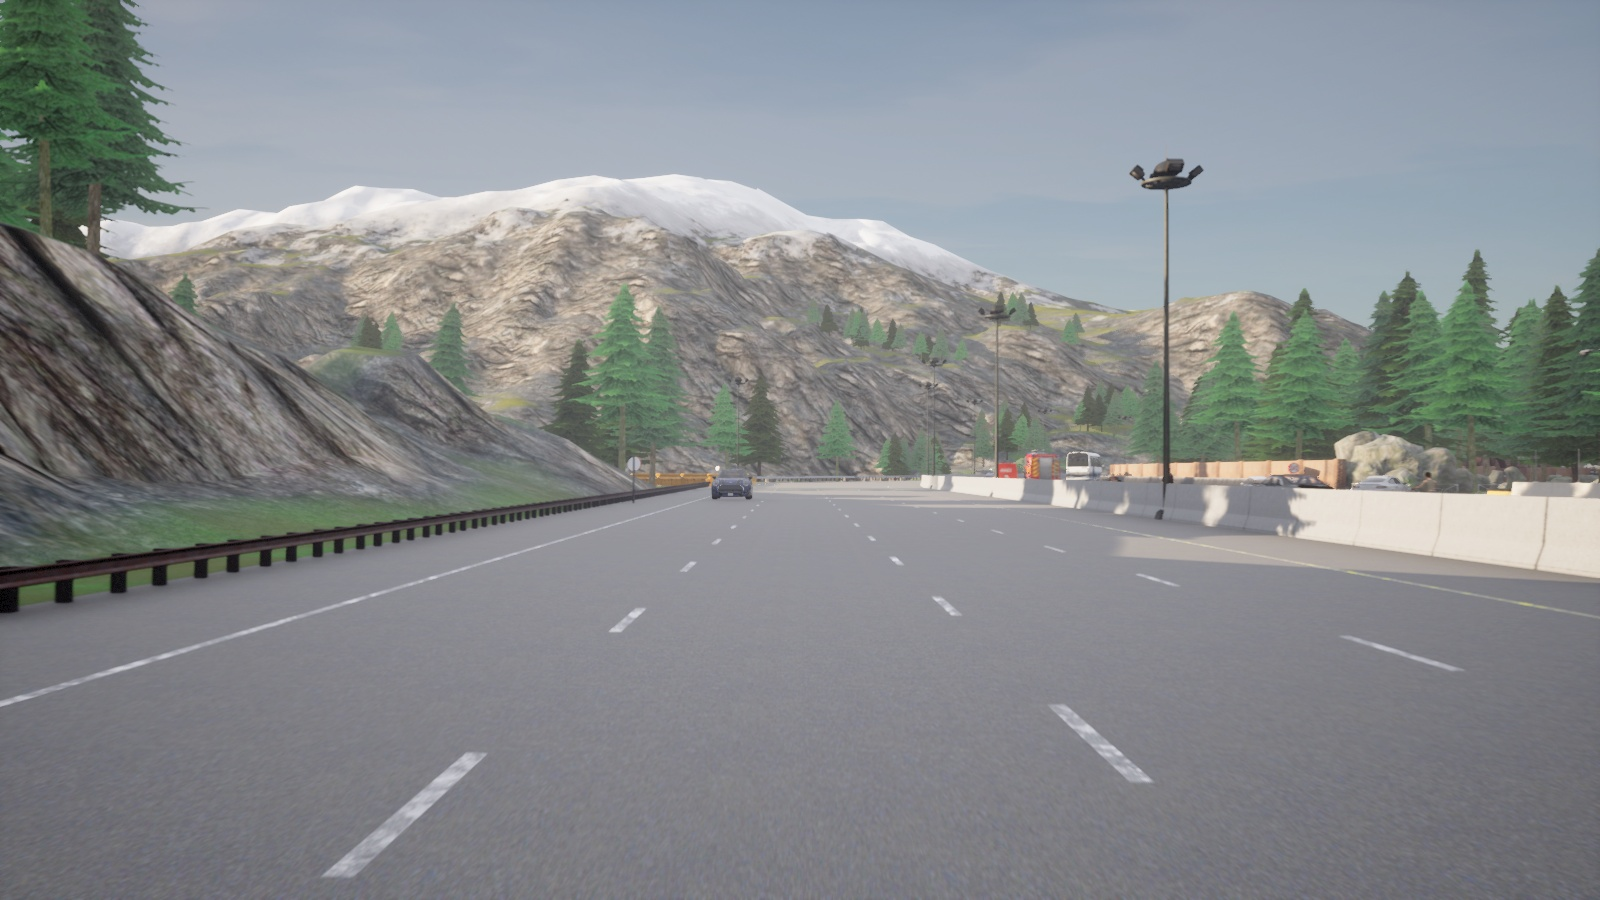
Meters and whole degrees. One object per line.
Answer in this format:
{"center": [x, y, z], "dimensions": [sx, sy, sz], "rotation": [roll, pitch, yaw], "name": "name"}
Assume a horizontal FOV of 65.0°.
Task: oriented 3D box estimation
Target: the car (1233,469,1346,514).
{"center": [17.391, 1.454, 44.906], "dimensions": [2.128, 1.511, 4.902], "rotation": [0, -1, 0], "name": "car"}

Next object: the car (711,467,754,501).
{"center": [-3.666, 1.835, 68.560], "dimensions": [2.097, 1.767, 4.553], "rotation": [0, -1, 0], "name": "car"}

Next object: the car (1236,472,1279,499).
{"center": [24.339, 1.890, 66.819], "dimensions": [1.481, 1.376, 2.207], "rotation": [0, 0, 0], "name": "car"}

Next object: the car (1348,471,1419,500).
{"center": [30.246, 1.808, 65.018], "dimensions": [1.812, 1.442, 4.674], "rotation": [-2, -2, 45], "name": "car"}
